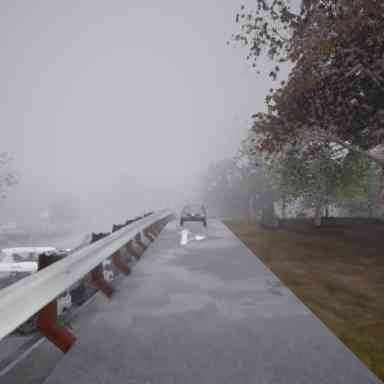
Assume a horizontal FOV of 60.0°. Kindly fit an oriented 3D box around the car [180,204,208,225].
[{"bbox_3d":[0.181,1.581,24.178,2.033,1.411,5.357,0,-1,3],"label":"car"}]

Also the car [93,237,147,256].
[{"bbox_3d":[-6.939,5.174,31.855,4.792,1.488,2.163,2,-4,-20],"label":"car"}]

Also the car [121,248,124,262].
[{"bbox_3d":[-6.872,4.291,19.816,4.892,1.521,2.231,2,-5,-20],"label":"car"}]

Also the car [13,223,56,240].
[{"bbox_3d":[-23.910,6.187,50.155,5.566,2.045,2.435,1,-5,-20],"label":"car"}]

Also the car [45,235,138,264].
[{"bbox_3d":[-6.900,4.252,22.834,5.566,2.045,2.435,2,-4,-20],"label":"car"}]

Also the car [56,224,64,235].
[{"bbox_3d":[-23.920,6.395,53.107,5.566,2.045,2.435,1,-5,-20],"label":"car"}]

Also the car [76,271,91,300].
[{"bbox_3d":[-6.862,3.889,13.765,4.792,1.488,2.163,2,-4,-20],"label":"car"}]

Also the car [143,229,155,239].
[{"bbox_3d":[-6.969,5.447,37.904,4.553,1.767,2.185,2,-5,-20],"label":"car"}]

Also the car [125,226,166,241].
[{"bbox_3d":[-7.000,6.174,49.952,5.566,2.045,2.435,2,-4,-20],"label":"car"}]

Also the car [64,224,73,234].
[{"bbox_3d":[-23.990,6.811,58.976,5.566,2.045,2.435,1,-4,-20],"label":"car"}]

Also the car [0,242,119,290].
[{"bbox_3d":[-6.813,3.825,16.821,5.566,2.045,2.435,2,-5,-20],"label":"car"}]

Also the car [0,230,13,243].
[{"bbox_3d":[-23.880,5.603,38.322,4.892,1.521,2.231,1,-4,-20],"label":"car"}]

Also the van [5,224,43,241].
[{"bbox_3d":[-24.028,6.001,47.142,4.442,1.987,1.878,1,-4,-20],"label":"van"}]

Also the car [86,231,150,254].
[{"bbox_3d":[-6.865,4.682,28.881,5.566,2.045,2.435,2,-5,-20],"label":"car"}]

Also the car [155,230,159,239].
[{"bbox_3d":[-6.938,5.787,40.908,4.892,1.521,2.231,2,-4,-20],"label":"car"}]

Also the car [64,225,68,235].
[{"bbox_3d":[-23.937,6.885,56.046,4.792,1.488,2.163,1,-5,-20],"label":"car"}]

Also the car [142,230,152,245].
[{"bbox_3d":[-6.948,5.233,34.883,4.553,1.767,2.185,2,-5,-20],"label":"car"}]

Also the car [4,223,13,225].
[{"bbox_3d":[-39.702,7.749,72.246,2.435,2.045,5.566,1,-4,-19],"label":"car"}]

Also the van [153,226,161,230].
[{"bbox_3d":[-6.847,5.779,43.985,4.442,1.987,1.878,2,-5,-20],"label":"van"}]

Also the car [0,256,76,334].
[{"bbox_3d":[-6.843,3.395,10.769,5.566,2.045,2.435,2,-4,-20],"label":"car"}]

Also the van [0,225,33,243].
[{"bbox_3d":[-24.017,5.793,44.190,4.442,1.987,1.878,1,-4,-20],"label":"van"}]
